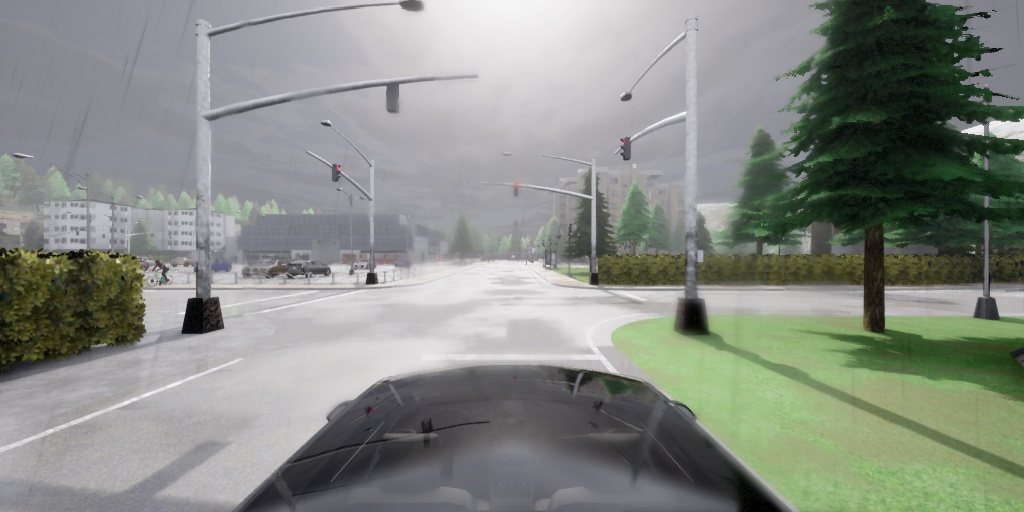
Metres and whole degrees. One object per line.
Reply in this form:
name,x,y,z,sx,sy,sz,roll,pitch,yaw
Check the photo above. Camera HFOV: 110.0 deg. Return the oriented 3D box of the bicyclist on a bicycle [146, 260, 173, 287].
bicyclist on a bicycle,-21.760,1.051,22.163,0.582,1.620,1.656,0,0,1
